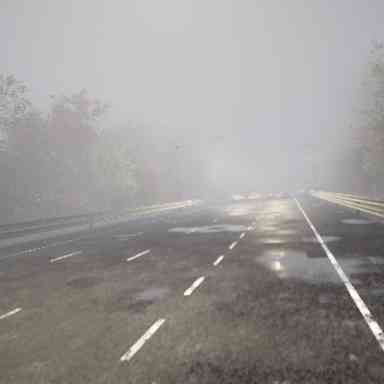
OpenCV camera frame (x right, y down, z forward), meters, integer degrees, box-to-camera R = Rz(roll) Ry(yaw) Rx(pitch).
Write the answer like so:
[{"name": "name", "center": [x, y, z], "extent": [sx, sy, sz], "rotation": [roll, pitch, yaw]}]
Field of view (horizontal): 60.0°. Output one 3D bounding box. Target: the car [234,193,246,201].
[{"name": "car", "center": [11.067, 1.453, 77.969], "extent": [1.895, 1.301, 4.718], "rotation": [-4, -1, 16]}]

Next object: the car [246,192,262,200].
[{"name": "car", "center": [14.287, 1.080, 76.570], "extent": [1.882, 1.535, 5.008], "rotation": [-4, -1, 16]}]

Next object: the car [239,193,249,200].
[{"name": "car", "center": [13.817, 1.138, 87.553], "extent": [1.837, 1.490, 4.892], "rotation": [-4, -1, 16]}]

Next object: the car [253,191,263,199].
[{"name": "car", "center": [17.151, 0.734, 86.555], "extent": [2.097, 1.767, 4.553], "rotation": [-4, -1, 16]}]

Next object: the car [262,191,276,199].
[{"name": "car", "center": [17.772, 0.933, 76.028], "extent": [1.895, 1.301, 4.718], "rotation": [-4, -1, 16]}]

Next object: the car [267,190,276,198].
[{"name": "car", "center": [20.504, 0.474, 85.584], "extent": [2.097, 1.767, 4.553], "rotation": [-4, -1, 16]}]

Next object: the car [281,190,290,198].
[{"name": "car", "center": [21.111, 0.602, 75.029], "extent": [1.812, 1.442, 4.674], "rotation": [-4, -1, 16]}]

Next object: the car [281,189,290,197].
[{"name": "car", "center": [23.856, 0.213, 84.614], "extent": [2.097, 1.767, 4.553], "rotation": [-4, -1, 16]}]
